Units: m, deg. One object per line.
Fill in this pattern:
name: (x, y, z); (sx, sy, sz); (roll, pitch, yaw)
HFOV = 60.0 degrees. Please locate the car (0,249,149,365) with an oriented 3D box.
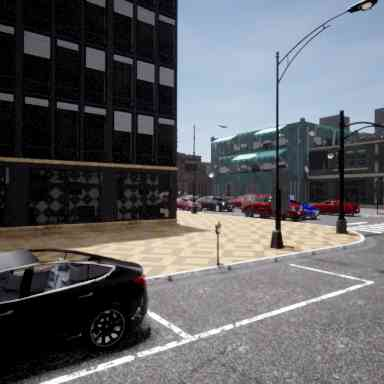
car: (-2.688, 1.566, 4.636); (4.313, 1.339, 1.947); (0, 0, -35)

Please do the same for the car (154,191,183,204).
car: (-3.806, 0.794, 52.103); (2.192, 1.841, 5.009); (1, 0, -36)

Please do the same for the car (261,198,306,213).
car: (9.314, 1.340, 34.218); (1.802, 1.307, 4.206); (1, 0, -36)

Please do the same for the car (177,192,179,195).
car: (-0.530, 1.101, 47.632); (2.008, 1.369, 4.403); (1, 0, -36)

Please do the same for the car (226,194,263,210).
car: (6.034, 1.130, 38.690); (1.967, 1.590, 4.097); (1, 0, -36)

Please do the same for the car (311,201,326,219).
car: (7.808, 1.322, 26.464); (1.812, 1.442, 4.674); (0, 1, -38)

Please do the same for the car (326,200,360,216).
car: (12.595, 1.371, 29.747); (1.887, 1.381, 4.507); (1, 0, -36)

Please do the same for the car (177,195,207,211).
car: (-0.724, 1.231, 33.732); (1.802, 1.307, 4.206); (1, 0, -36)

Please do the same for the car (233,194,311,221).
car: (5.845, 1.101, 24.789); (2.192, 1.841, 5.009); (1, 0, -36)

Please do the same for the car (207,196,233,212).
car: (2.310, 1.186, 33.962); (1.837, 1.490, 4.892); (0, 1, -36)
